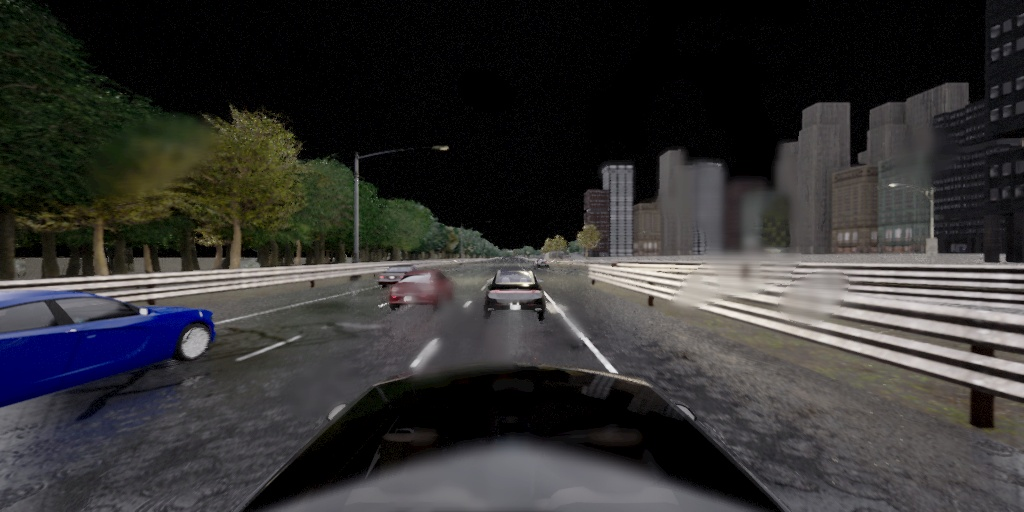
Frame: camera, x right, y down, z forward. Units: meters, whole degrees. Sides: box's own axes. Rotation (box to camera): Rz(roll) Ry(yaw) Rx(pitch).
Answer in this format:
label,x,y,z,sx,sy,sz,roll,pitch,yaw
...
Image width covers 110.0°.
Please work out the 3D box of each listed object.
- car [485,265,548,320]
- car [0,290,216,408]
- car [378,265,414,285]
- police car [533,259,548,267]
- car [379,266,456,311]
label,x,y,z,sx,sy,sz,roll,pitch,yaw
car,0.094,1.239,12.595,2.128,1.511,4.902,0,0,0
car,-6.902,1.227,5.163,1.882,1.535,5.008,0,0,0
car,-6.907,1.286,23.130,2.033,1.411,5.357,0,0,0
police car,4.935,1.298,62.041,2.038,1.542,4.974,0,0,-6
car,-3.406,1.272,14.204,1.812,1.442,4.674,0,0,0
